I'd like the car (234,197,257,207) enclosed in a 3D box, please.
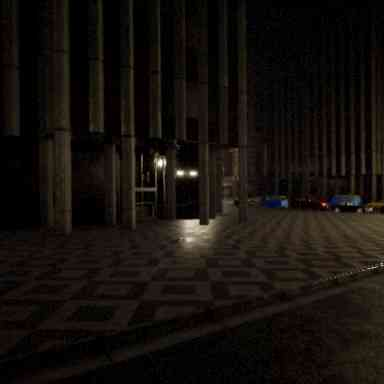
[{"bbox_3d":[8.320,1.521,50.977,1.967,1.590,4.097,-1,1,-36],"label":"car"}]

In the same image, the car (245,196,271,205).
[{"bbox_3d":[11.940,1.482,60.570,1.752,1.417,4.829,-1,1,-36],"label":"car"}]

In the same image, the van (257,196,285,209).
[{"bbox_3d":[11.541,1.443,46.489,1.690,1.788,3.998,-1,1,-36],"label":"van"}]

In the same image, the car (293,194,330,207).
[{"bbox_3d":[18.480,1.314,51.453,2.192,1.841,5.009,-1,1,-36],"label":"car"}]

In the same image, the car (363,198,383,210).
[{"bbox_3d":[24.823,1.568,42.616,1.752,1.417,4.829,-1,1,-36],"label":"car"}]

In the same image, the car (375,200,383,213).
[{"bbox_3d":[21.212,1.714,33.027,1.887,1.381,4.507,-1,1,-36],"label":"car"}]

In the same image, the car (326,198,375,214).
[{"bbox_3d":[17.989,1.697,37.515,2.008,1.369,4.403,-1,1,-36],"label":"car"}]

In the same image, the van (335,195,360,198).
[{"bbox_3d":[21.701,1.362,46.965,1.690,1.788,3.998,-1,1,-36],"label":"van"}]

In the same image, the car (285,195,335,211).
[{"bbox_3d":[14.765,1.439,42.001,2.192,1.841,5.009,-1,1,-36],"label":"car"}]
